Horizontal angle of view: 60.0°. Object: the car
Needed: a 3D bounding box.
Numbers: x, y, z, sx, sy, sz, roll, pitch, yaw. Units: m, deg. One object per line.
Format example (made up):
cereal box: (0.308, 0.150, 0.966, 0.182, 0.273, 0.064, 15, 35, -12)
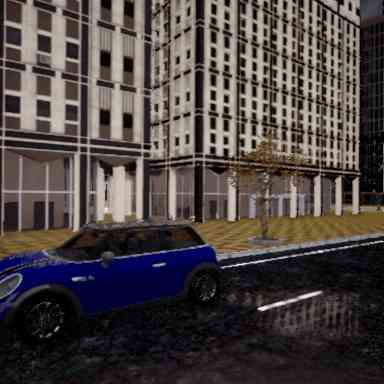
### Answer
car: (-1.613, 1.383, 6.543, 4.553, 1.767, 2.097, 1, 0, -36)
